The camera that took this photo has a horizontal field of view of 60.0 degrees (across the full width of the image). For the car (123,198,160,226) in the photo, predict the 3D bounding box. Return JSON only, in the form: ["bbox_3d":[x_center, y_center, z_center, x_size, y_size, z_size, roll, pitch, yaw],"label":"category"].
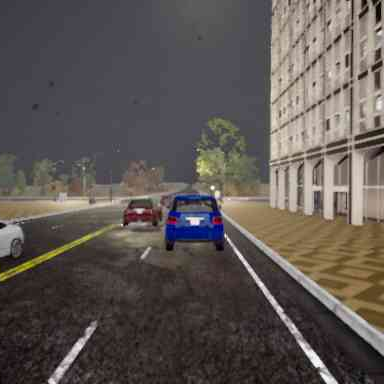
[{"bbox_3d":[-3.146,1.183,22.066,2.097,1.767,4.553,0,1,0],"label":"car"}]

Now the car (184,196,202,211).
[{"bbox_3d":[0.107,1.240,36.117,1.812,1.442,4.674,0,0,0],"label":"car"}]

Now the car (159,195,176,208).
[{"bbox_3d":[-3.143,1.180,43.211,1.812,1.442,4.674,0,0,0],"label":"car"}]

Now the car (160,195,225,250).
[{"bbox_3d":[0.102,1.115,13.908,2.150,2.045,5.566,0,0,0],"label":"car"}]

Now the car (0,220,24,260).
[{"bbox_3d":[-6.528,1.454,9.382,1.812,1.442,4.674,0,0,0],"label":"car"}]
